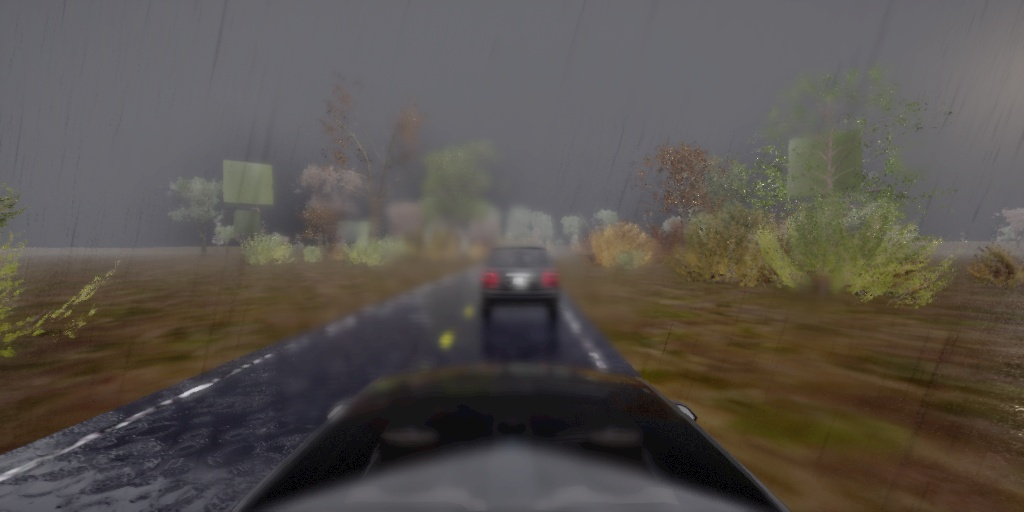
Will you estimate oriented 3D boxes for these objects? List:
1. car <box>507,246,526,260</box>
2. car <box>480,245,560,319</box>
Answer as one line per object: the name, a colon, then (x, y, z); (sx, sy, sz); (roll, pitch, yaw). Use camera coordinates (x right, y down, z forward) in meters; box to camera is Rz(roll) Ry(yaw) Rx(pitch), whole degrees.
car: (0.785, -0.534, 55.541); (2.150, 2.045, 5.566); (0, 1, 8)
car: (0.252, 0.687, 11.587); (2.150, 2.045, 5.566); (0, 1, 1)
